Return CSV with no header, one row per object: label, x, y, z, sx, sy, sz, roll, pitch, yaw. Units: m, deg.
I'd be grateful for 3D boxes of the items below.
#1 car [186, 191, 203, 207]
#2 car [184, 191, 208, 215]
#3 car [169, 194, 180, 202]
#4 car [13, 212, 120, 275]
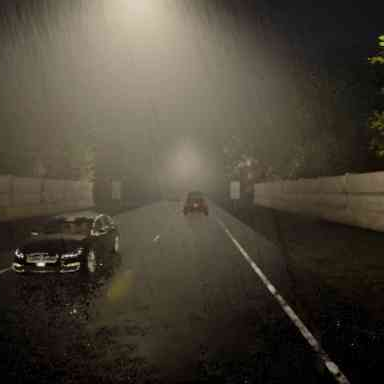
car,0.402,0.870,44.446,2.150,2.045,5.566,0,1,1
car,0.340,1.107,30.287,2.097,1.767,4.553,-1,1,1
car,-3.041,1.056,58.718,2.033,1.411,5.357,0,1,1
car,-3.521,1.420,10.220,1.837,1.490,4.892,0,1,0
